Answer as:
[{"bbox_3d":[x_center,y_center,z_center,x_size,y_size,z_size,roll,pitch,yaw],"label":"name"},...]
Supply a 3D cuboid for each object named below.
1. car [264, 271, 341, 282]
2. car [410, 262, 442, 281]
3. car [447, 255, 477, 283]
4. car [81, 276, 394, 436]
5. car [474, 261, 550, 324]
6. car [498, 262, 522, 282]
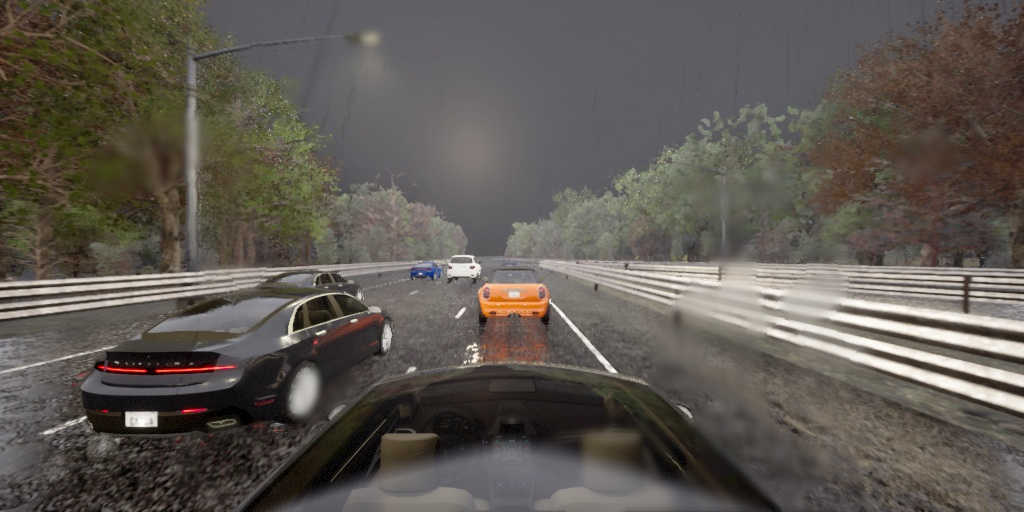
[{"bbox_3d":[-6.955,1.257,12.646,1.837,1.490,4.892,0,0,0],"label":"car"},{"bbox_3d":[-7.197,1.238,30.498,1.882,1.535,5.008,0,0,-1],"label":"car"},{"bbox_3d":[-3.647,0.979,27.962,2.150,2.045,5.566,0,0,-1],"label":"car"},{"bbox_3d":[-3.416,1.255,5.722,1.837,1.490,4.892,0,0,0],"label":"car"},{"bbox_3d":[0.048,1.102,12.188,2.097,1.767,4.553,0,0,0],"label":"car"},{"bbox_3d":[-0.184,1.283,29.888,1.812,1.442,4.674,0,0,-1],"label":"car"}]
